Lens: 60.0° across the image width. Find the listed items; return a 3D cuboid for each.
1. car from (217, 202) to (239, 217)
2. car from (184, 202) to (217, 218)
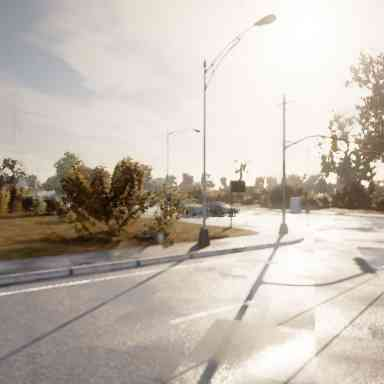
[{"bbox_3d":[2.686,1.683,33.275,1.994,1.385,4.181,0,0,-39],"label":"car"},{"bbox_3d":[-0.297,1.592,31.402,2.128,1.511,4.902,0,0,-39],"label":"car"}]
